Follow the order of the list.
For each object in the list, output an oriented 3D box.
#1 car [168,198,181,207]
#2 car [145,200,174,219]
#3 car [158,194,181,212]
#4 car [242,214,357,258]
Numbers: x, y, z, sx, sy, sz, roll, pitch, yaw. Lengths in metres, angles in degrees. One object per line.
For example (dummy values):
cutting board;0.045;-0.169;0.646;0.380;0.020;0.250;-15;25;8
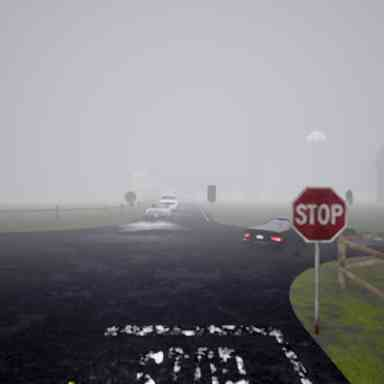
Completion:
car;-2.898;1.689;55.068;1.812;1.442;4.674;0;0;0
car;-2.935;1.666;29.805;1.895;1.301;4.718;0;0;1
car;-2.917;1.325;41.331;2.150;2.045;5.566;0;0;0
car;4.314;1.572;12.906;5.357;1.411;2.033;0;0;-38
